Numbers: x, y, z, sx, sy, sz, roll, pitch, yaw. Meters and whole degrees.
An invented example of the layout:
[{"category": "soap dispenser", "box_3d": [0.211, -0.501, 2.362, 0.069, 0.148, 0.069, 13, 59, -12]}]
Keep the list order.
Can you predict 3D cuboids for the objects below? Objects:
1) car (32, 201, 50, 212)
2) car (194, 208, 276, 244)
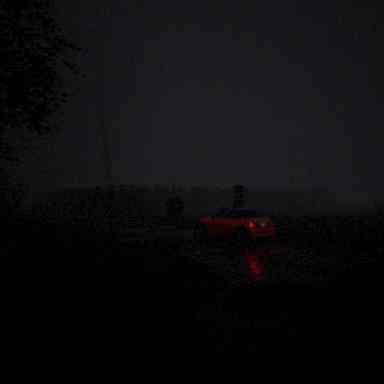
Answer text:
[{"category": "car", "box_3d": [-25.446, 2.356, 55.985, 2.097, 1.767, 4.553, 0, -1, -34]}, {"category": "car", "box_3d": [2.160, 1.653, 17.983, 2.097, 1.767, 4.553, 0, -1, -40]}]
